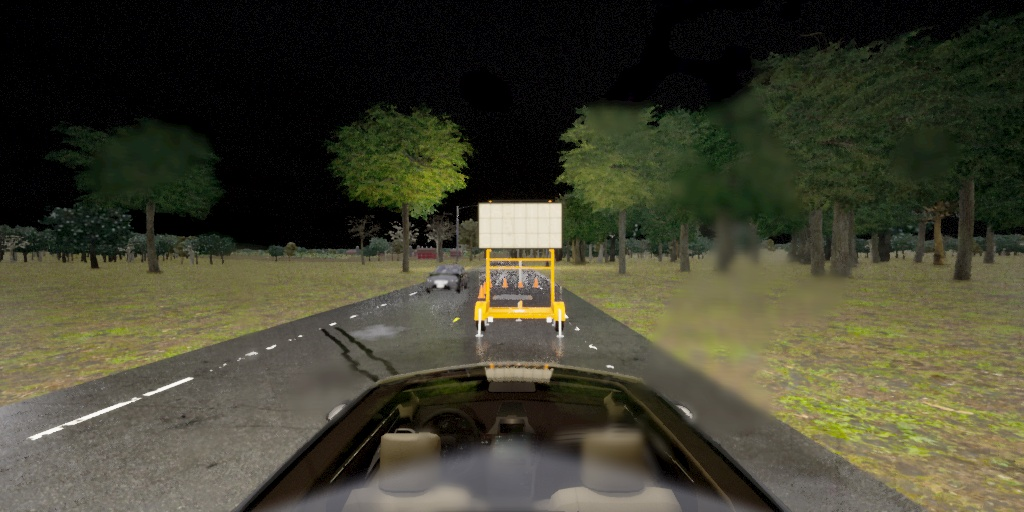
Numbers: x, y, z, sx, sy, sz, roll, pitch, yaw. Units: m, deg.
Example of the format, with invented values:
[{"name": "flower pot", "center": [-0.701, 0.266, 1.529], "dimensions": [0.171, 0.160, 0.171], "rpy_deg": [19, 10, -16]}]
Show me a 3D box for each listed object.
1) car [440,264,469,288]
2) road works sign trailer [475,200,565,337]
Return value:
[{"name": "car", "center": [-3.550, 1.236, 26.382], "dimensions": [2.128, 1.511, 4.902], "rpy_deg": [0, 0, 0]}, {"name": "road works sign trailer", "center": [0.239, 0.210, 10.251], "dimensions": [2.380, 3.560, 2.880], "rpy_deg": [0, 0, 2]}]
